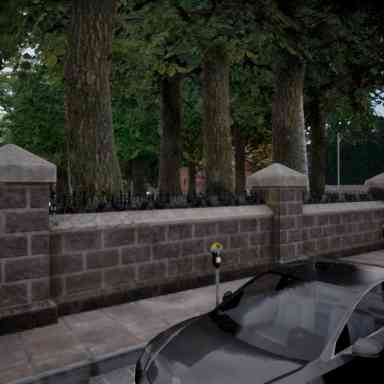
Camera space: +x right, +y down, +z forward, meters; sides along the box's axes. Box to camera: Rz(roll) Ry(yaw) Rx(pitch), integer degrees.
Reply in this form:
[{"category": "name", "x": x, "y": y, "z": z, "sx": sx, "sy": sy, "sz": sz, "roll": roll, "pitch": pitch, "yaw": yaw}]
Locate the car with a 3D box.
[{"category": "car", "x": 1.470, "y": 1.565, "z": 3.872, "sx": 4.313, "sy": 1.339, "sz": 1.947, "roll": 0, "pitch": -1, "yaw": -36}]
